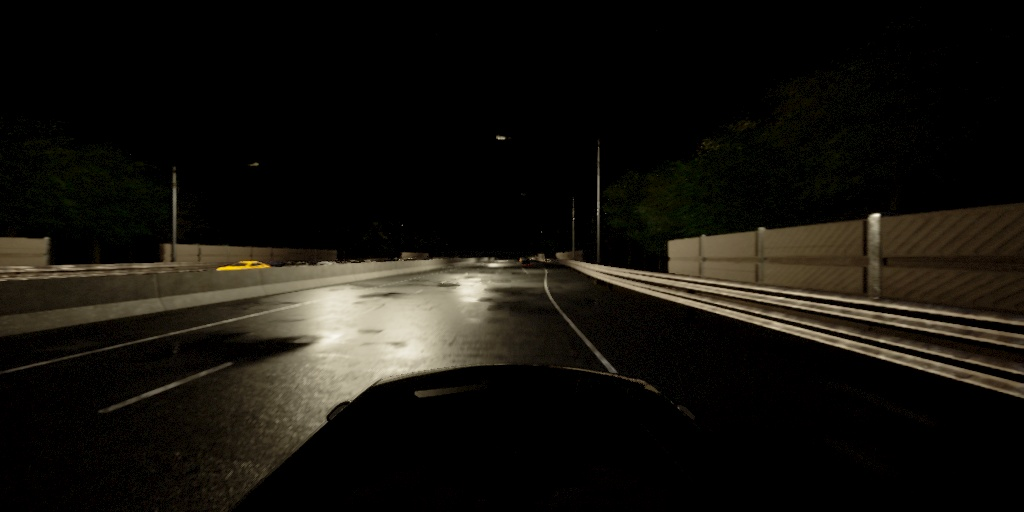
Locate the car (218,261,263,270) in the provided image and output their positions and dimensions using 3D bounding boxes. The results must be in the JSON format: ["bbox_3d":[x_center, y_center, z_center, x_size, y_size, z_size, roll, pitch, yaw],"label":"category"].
[{"bbox_3d":[-24.557,1.240,33.110,1.882,1.535,5.008,0,0,0],"label":"car"}]

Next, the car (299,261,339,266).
[{"bbox_3d":[-17.559,1.288,33.764,1.812,1.442,4.674,0,0,1],"label":"car"}]

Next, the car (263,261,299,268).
[{"bbox_3d":[-21.059,1.269,34.412,1.837,1.490,4.892,0,0,0],"label":"car"}]
